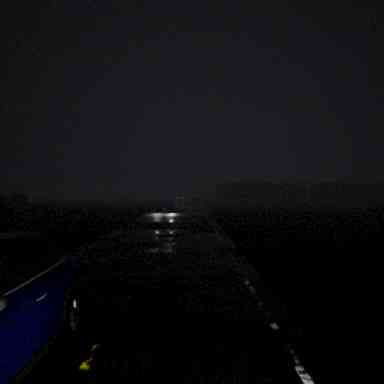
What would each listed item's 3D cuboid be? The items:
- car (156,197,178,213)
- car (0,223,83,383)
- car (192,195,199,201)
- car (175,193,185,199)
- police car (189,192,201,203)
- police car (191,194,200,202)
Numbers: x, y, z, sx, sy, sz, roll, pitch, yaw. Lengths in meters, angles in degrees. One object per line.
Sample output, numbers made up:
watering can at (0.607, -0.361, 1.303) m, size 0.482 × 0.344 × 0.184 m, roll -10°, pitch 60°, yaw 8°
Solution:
car at (-2.860, 1.503, 36.874) m, size 1.812 × 1.442 × 4.674 m, roll 0°, pitch 0°, yaw 0°
car at (-2.840, 1.353, 3.551) m, size 2.097 × 1.767 × 4.553 m, roll 0°, pitch 0°, yaw 0°
car at (0.788, 1.387, 81.546) m, size 1.812 × 1.442 × 4.674 m, roll 0°, pitch 0°, yaw 0°
car at (-2.785, 1.118, 77.686) m, size 1.837 × 1.490 × 4.892 m, roll 0°, pitch 0°, yaw 0°
police car at (0.795, 1.340, 65.656) m, size 1.930 × 1.638 × 5.238 m, roll 0°, pitch 0°, yaw 0°
police car at (0.791, 1.308, 75.656) m, size 1.930 × 1.638 × 5.238 m, roll 0°, pitch 0°, yaw 0°
